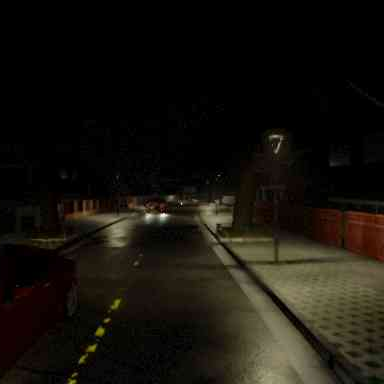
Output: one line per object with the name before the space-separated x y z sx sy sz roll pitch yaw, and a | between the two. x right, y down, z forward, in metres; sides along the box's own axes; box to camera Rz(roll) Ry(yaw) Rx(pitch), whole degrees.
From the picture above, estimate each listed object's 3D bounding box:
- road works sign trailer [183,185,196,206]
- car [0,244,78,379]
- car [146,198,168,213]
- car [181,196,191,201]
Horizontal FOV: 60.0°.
road works sign trailer | -0.411 0.636 58.762 2.380 3.560 2.880 0 0 4
car | -2.988 1.541 4.601 1.812 1.442 4.674 0 0 -2
car | -3.935 1.443 37.683 2.097 1.767 4.553 0 0 1
car | -1.320 1.536 79.208 1.882 1.535 5.008 0 0 7
